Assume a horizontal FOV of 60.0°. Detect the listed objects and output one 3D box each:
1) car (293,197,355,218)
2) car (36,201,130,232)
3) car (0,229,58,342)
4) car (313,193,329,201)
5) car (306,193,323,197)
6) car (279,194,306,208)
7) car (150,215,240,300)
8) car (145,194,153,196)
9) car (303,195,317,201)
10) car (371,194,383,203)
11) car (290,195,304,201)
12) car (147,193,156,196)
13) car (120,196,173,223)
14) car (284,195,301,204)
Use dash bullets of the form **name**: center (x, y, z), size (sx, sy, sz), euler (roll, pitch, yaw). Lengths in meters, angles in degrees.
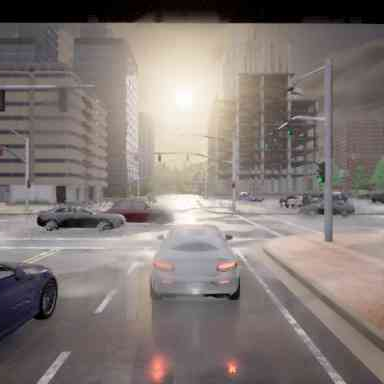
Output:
- **car**: center (12.096, 1.491, 30.074), size (4.902, 1.511, 2.128), euler (0, 0, 0)
- **car**: center (-6.368, 1.492, 19.266), size (4.902, 1.511, 2.128), euler (0, 0, -1)
- **car**: center (-3.442, 1.526, 4.387), size (1.812, 1.442, 4.674), euler (0, 0, 0)
- **car**: center (29.850, 1.153, 76.955), size (1.932, 1.855, 4.605), euler (0, 0, 0)
- **car**: center (15.956, 1.156, 44.268), size (1.905, 1.878, 3.866), euler (0, 0, 0)
- **car**: center (13.061, 1.153, 44.309), size (1.932, 1.855, 4.605), euler (0, 0, 0)
- **car**: center (0.070, 1.526, 8.262), size (1.812, 1.442, 4.674), euler (0, 0, 0)
- **car**: center (-8.168, 1.477, 55.300), size (1.882, 1.535, 5.008), euler (0, 0, 0)
- **car**: center (27.167, 1.364, 76.892), size (1.784, 1.438, 3.905), euler (0, 0, 0)
- **car**: center (35.474, 1.153, 61.921), size (1.932, 1.855, 4.605), euler (0, 0, 0)
- **car**: center (24.272, 1.395, 76.878), size (1.970, 1.475, 3.806), euler (0, 0, 0)
- **car**: center (-8.207, 1.221, 65.881), size (2.150, 2.045, 5.566), euler (0, 0, -1)
- **car**: center (-3.504, 1.352, 22.808), size (4.553, 1.767, 2.097), euler (0, 0, -1)
- **car**: center (18.577, 1.395, 61.749), size (1.970, 1.475, 3.806), euler (0, 0, 0)
